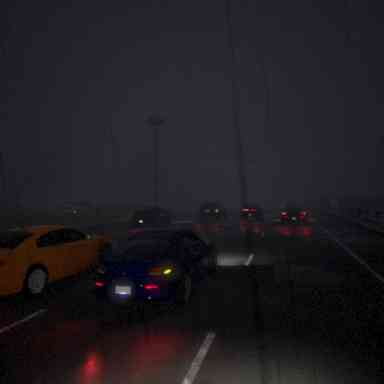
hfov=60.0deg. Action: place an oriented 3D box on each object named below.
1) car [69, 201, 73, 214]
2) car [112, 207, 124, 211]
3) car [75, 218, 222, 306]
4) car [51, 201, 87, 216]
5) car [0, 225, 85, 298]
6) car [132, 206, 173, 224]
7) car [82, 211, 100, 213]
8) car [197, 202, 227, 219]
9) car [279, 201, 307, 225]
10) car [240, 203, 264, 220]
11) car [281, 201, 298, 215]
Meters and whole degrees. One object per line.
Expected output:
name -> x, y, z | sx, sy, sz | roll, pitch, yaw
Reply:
car -> -15.716, 2.255, 46.433 | 2.150, 2.045, 5.566 | -1, -2, 16
car -> -9.020, 2.391, 44.362 | 1.812, 1.442, 4.674 | -1, -2, 16
car -> -0.629, 1.599, 8.191 | 1.812, 1.442, 4.674 | -1, 0, 15
car -> -18.351, 2.384, 49.956 | 2.150, 2.045, 5.566 | -1, -1, 16
car -> -4.008, 1.632, 9.101 | 1.882, 1.535, 5.008 | -1, 0, 15
car -> -2.988, 1.866, 26.054 | 1.837, 1.490, 4.892 | -1, -1, 15
car -> -12.820, 2.445, 43.766 | 1.812, 1.442, 4.674 | -1, -1, 16
car -> 1.930, 1.717, 30.770 | 2.097, 1.767, 4.553 | -1, -1, 15
car -> 7.723, 1.674, 25.422 | 1.812, 1.442, 4.674 | -1, -1, 15
car -> 5.606, 1.794, 30.933 | 2.128, 1.511, 4.902 | -1, -1, 15
car -> 12.008, 1.893, 41.046 | 1.882, 1.535, 5.008 | -1, -1, 15
